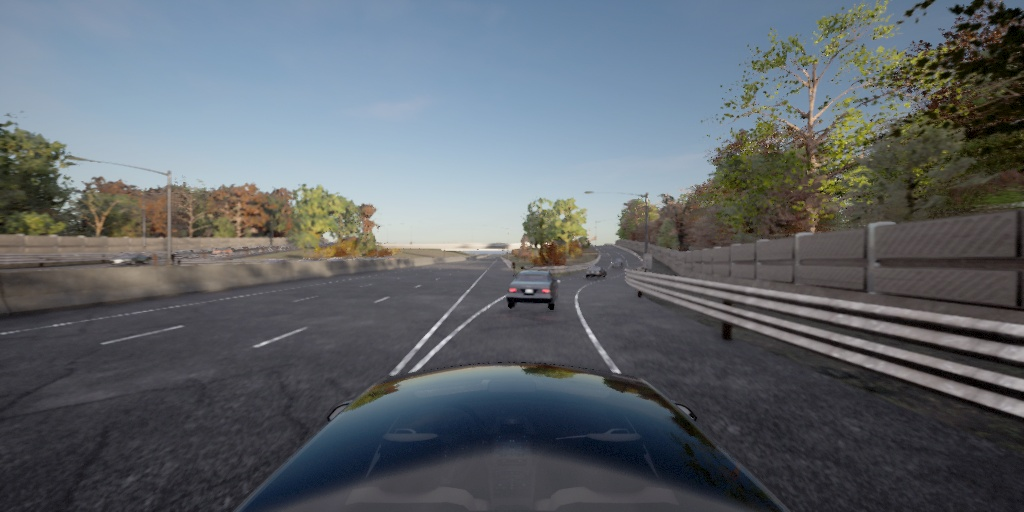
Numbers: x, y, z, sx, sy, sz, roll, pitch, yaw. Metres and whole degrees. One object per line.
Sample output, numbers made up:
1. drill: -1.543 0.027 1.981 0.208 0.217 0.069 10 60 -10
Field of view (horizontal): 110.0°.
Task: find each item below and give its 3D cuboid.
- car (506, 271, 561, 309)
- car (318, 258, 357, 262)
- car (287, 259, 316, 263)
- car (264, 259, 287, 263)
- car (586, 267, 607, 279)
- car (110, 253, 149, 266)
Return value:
1. car: 1.012 1.336 15.253 2.033 1.411 5.357 1 -1 9
2. car: -22.685 1.170 46.654 2.033 1.411 5.357 0 0 -1
3. car: -26.174 1.150 46.422 2.033 1.411 5.357 0 0 -1
4. car: -29.634 1.129 44.941 2.033 1.411 5.357 0 0 -1
5. car: 10.458 2.030 44.286 2.033 1.411 5.357 1 -1 24
6. car: -44.051 0.375 41.372 2.128 1.511 4.902 0 1 -25
